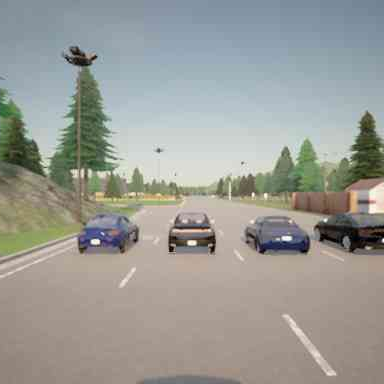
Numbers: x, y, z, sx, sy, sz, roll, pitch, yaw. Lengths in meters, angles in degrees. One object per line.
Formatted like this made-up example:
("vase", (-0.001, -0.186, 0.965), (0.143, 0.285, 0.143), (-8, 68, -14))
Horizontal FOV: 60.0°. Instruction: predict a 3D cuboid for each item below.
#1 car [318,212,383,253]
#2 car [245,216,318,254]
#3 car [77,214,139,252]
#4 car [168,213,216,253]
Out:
("car", (7.005, 1.615, 14.477), (1.882, 1.535, 5.008), (0, 0, 0))
("car", (3.503, 1.700, 14.255), (1.994, 1.385, 4.181), (0, -1, 0))
("car", (-3.496, 1.662, 14.383), (1.812, 1.442, 4.674), (0, 0, 0))
("car", (0.004, 1.628, 14.309), (2.128, 1.511, 4.902), (0, 0, 0))
